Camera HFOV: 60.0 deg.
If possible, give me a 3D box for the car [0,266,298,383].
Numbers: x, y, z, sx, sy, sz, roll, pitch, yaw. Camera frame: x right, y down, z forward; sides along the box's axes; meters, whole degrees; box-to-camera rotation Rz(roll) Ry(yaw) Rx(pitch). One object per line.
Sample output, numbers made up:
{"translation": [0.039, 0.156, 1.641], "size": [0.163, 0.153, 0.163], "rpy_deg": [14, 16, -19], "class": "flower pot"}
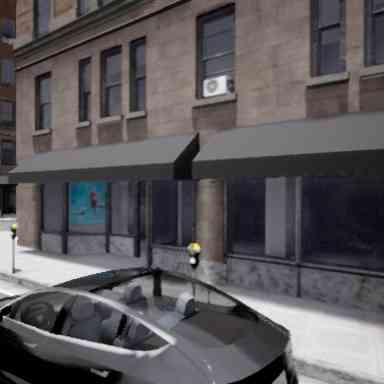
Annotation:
{"translation": [-1.019, 1.566, 3.806], "size": [4.313, 1.339, 1.947], "rpy_deg": [0, 0, 36], "class": "car"}
